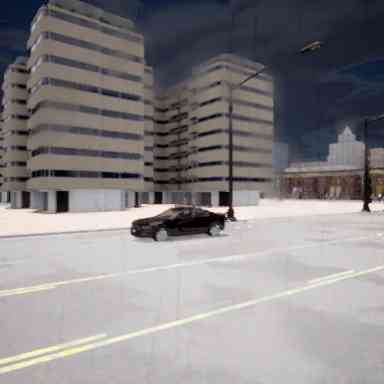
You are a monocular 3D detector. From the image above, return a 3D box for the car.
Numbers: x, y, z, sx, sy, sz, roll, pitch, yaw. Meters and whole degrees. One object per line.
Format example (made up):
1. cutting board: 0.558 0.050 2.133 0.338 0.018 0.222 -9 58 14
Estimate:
1. car: -0.577 1.482 16.457 5.008 1.535 1.882 0 0 -35
